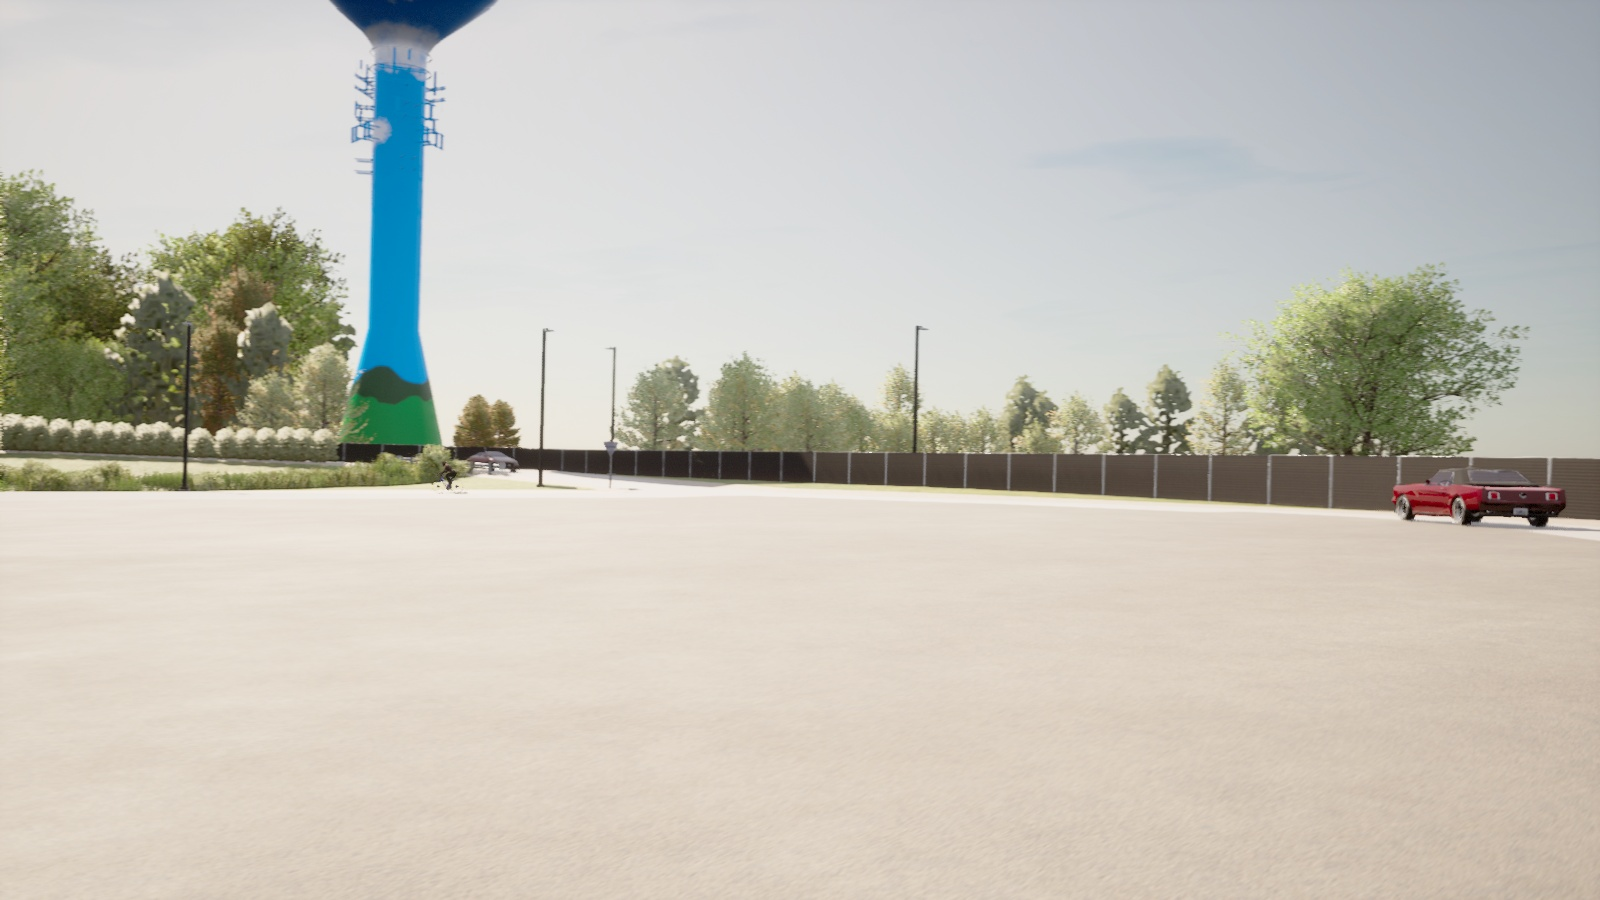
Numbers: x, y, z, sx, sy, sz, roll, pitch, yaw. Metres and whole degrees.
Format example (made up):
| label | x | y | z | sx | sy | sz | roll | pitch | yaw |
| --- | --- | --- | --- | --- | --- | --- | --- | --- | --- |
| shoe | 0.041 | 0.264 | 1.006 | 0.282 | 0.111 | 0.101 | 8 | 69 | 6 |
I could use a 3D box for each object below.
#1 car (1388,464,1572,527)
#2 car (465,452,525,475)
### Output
| label | x | y | z | sx | sy | sz | roll | pitch | yaw |
| --- | --- | --- | --- | --- | --- | --- | --- | --- | --- |
| car | 15.552 | 1.011 | 29.049 | 1.895 | 1.301 | 4.718 | 1 | -1 | 3 |
| car | -21.072 | 0.903 | 86.603 | 4.181 | 1.385 | 1.994 | 3 | 1 | 43 |
